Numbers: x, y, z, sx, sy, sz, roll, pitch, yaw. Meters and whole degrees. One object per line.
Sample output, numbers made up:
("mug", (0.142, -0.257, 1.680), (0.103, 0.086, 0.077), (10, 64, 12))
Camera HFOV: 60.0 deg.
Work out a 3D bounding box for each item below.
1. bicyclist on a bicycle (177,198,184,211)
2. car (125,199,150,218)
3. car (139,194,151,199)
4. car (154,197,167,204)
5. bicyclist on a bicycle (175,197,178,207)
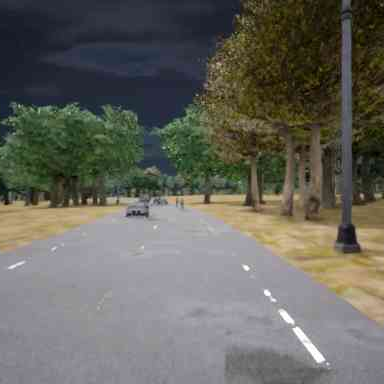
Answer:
("bicyclist on a bicycle", (-1.155, 1.516, 39.988), (0.582, 1.620, 1.656), (0, -1, -6))
("car", (-4.855, 1.600, 30.191), (1.994, 1.385, 4.181), (0, 0, -4))
("car", (-10.142, 1.483, 71.341), (2.150, 2.045, 5.566), (0, -1, -10))
("car", (-6.181, 1.812, 69.144), (2.033, 1.411, 5.357), (0, -1, -10))
("bicyclist on a bicycle", (-2.174, 1.560, 48.933), (0.582, 1.620, 1.656), (0, -1, -7))
